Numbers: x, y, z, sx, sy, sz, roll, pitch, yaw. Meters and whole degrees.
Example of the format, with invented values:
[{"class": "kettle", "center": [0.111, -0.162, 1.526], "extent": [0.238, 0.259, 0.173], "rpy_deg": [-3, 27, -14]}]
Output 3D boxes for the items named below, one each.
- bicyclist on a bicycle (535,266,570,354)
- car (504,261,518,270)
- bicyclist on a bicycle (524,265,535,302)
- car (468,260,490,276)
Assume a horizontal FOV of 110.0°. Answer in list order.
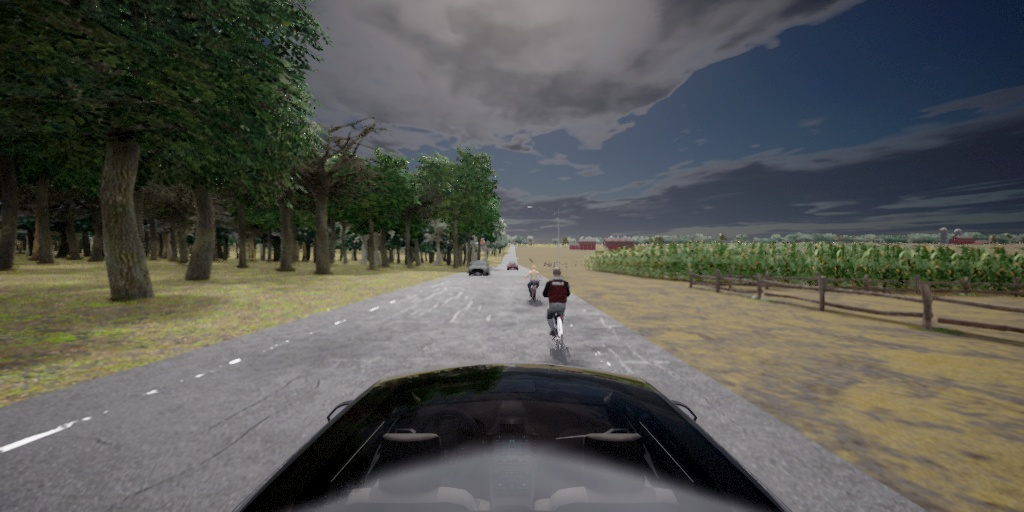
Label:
[{"class": "bicyclist on a bicycle", "center": [0.965, 1.126, 7.905], "extent": [0.659, 1.776, 1.843], "rpy_deg": [0, 0, 0]}, {"class": "car", "center": [0.121, 1.783, 61.388], "extent": [1.895, 1.301, 4.718], "rpy_deg": [0, -1, 0]}, {"class": "bicyclist on a bicycle", "center": [0.980, 1.212, 16.210], "extent": [0.866, 1.612, 1.509], "rpy_deg": [0, 0, 0]}, {"class": "car", "center": [-3.585, 1.262, 39.593], "extent": [2.097, 1.767, 4.553], "rpy_deg": [0, -1, 0]}]
